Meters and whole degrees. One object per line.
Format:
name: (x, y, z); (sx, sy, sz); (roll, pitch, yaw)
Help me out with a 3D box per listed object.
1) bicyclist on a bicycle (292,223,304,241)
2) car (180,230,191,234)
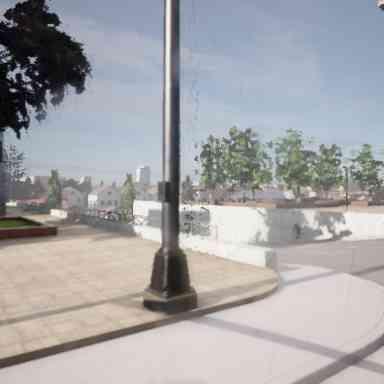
bicyclist on a bicycle: (9.977, 3.753, 31.436); (1.656, 1.620, 0.582); (0, -8, -34)
car: (-1.244, 4.241, 28.365); (2.150, 2.045, 5.566); (1, -10, -35)
